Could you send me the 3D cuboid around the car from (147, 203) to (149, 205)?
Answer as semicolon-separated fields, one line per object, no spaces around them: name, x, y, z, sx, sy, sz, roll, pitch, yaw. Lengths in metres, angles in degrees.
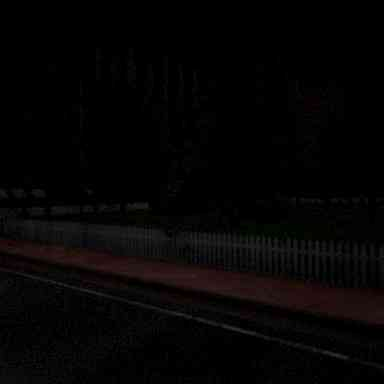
car;-7.270;1.983;67.644;1.837;1.490;4.892;-1;0;34
